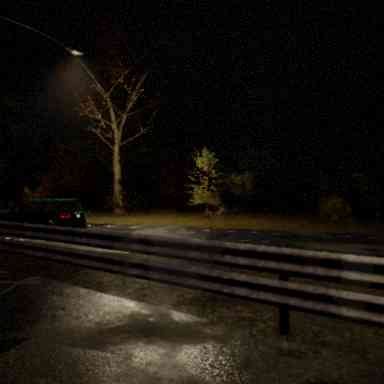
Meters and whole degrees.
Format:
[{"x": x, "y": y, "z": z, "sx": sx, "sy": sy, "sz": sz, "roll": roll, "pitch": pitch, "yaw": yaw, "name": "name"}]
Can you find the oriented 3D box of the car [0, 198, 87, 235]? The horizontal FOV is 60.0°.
[{"x": -8.657, "y": 1.379, "z": 18.782, "sx": 5.566, "sy": 2.045, "sz": 2.150, "roll": 0, "pitch": 0, "yaw": 19, "name": "car"}]
